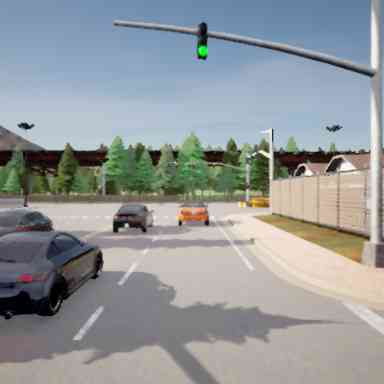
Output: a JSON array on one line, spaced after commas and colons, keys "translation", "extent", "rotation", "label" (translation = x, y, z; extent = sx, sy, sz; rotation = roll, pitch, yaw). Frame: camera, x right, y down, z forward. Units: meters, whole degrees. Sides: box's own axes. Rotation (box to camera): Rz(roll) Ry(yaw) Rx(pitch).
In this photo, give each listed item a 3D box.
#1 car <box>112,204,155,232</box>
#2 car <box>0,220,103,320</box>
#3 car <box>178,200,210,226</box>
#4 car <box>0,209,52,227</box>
[{"translation": [-3.403, 1.488, 19.742], "extent": [1.837, 1.490, 4.892], "rotation": [0, 0, 0], "label": "car"}, {"translation": [-3.399, 1.557, 7.431], "extent": [1.994, 1.385, 4.181], "rotation": [0, 0, 0], "label": "car"}, {"translation": [0.123, 1.331, 23.619], "extent": [2.097, 1.767, 4.553], "rotation": [0, 0, 0], "label": "car"}, {"translation": [-7.091, 1.492, 13.025], "extent": [1.837, 1.490, 4.892], "rotation": [0, 0, 0], "label": "car"}]
